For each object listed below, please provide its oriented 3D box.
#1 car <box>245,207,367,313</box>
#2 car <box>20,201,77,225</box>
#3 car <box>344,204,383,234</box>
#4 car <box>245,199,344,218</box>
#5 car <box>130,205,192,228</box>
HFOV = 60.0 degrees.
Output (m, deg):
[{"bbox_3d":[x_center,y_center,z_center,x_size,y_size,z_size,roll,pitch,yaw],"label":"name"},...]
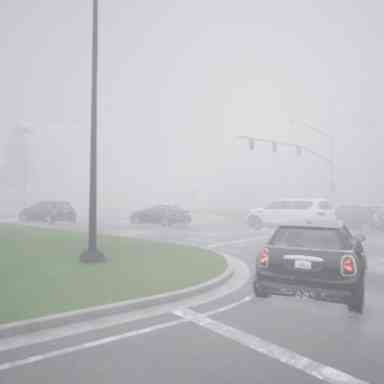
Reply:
[{"bbox_3d":[3.081,1.437,8.272,2.097,1.767,4.553,0,-1,27],"label":"car"},{"bbox_3d":[-10.802,1.416,24.914,4.553,1.767,2.097,0,0,32],"label":"car"},{"bbox_3d":[10.207,1.598,21.449,2.097,1.767,4.553,1,0,-34],"label":"car"},{"bbox_3d":[5.961,1.420,20.570,5.566,2.045,2.150,0,-1,44],"label":"car"},{"bbox_3d":[-2.237,1.627,23.172,4.902,1.511,2.128,0,-1,39],"label":"car"}]
